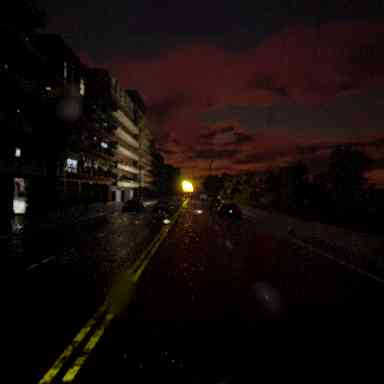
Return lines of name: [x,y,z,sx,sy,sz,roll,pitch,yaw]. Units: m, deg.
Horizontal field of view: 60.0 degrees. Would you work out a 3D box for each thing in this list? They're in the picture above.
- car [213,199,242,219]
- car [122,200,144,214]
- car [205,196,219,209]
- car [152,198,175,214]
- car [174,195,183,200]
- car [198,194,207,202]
car: [3.351,1.662,30.663,1.994,1.385,4.181,0,0,0]
car: [-6.592,1.599,37.474,1.882,1.535,5.008,0,0,0]
car: [3.350,1.640,48.682,1.882,1.535,5.008,0,0,0]
car: [-3.345,1.669,37.314,2.033,1.411,5.357,0,0,0]
car: [-3.247,1.368,79.096,1.882,1.535,5.008,0,0,0]
car: [3.253,1.795,82.918,2.163,1.488,4.792,0,0,0]
